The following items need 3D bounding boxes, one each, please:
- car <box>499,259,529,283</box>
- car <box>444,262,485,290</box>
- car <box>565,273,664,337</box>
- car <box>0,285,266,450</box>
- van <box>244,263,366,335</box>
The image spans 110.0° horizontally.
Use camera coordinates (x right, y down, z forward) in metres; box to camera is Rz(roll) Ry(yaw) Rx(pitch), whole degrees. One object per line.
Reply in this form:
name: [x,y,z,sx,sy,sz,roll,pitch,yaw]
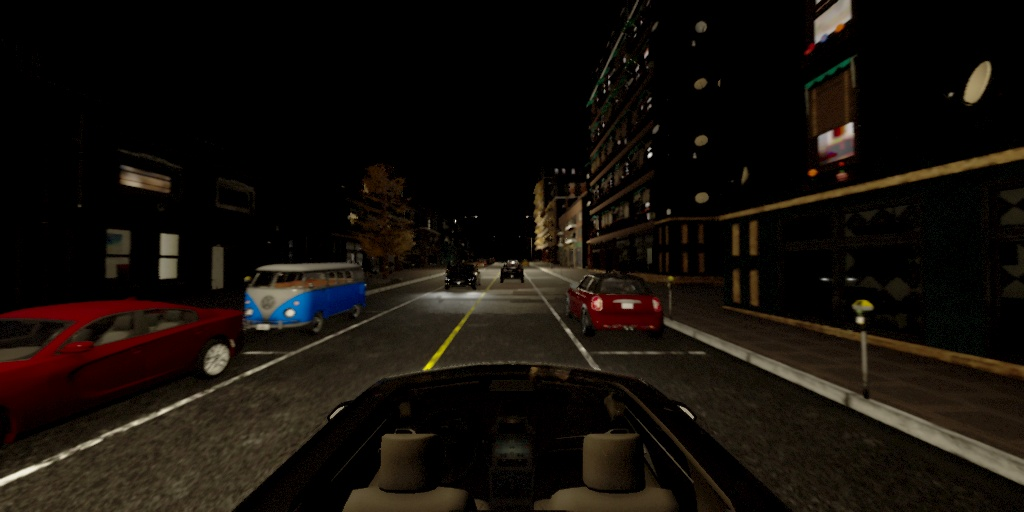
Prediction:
car: [0.026,1.272,28.514,2.128,1.511,4.902,0,0,0]
car: [-2.999,1.287,22.633,1.837,1.490,4.892,0,0,0]
car: [2.693,1.199,10.348,1.967,1.591,4.097,0,0,0]
car: [-5.689,1.298,4.601,1.888,1.381,4.507,0,0,0]
van: [-5.688,1.100,10.289,1.690,1.789,3.998,0,0,0]
